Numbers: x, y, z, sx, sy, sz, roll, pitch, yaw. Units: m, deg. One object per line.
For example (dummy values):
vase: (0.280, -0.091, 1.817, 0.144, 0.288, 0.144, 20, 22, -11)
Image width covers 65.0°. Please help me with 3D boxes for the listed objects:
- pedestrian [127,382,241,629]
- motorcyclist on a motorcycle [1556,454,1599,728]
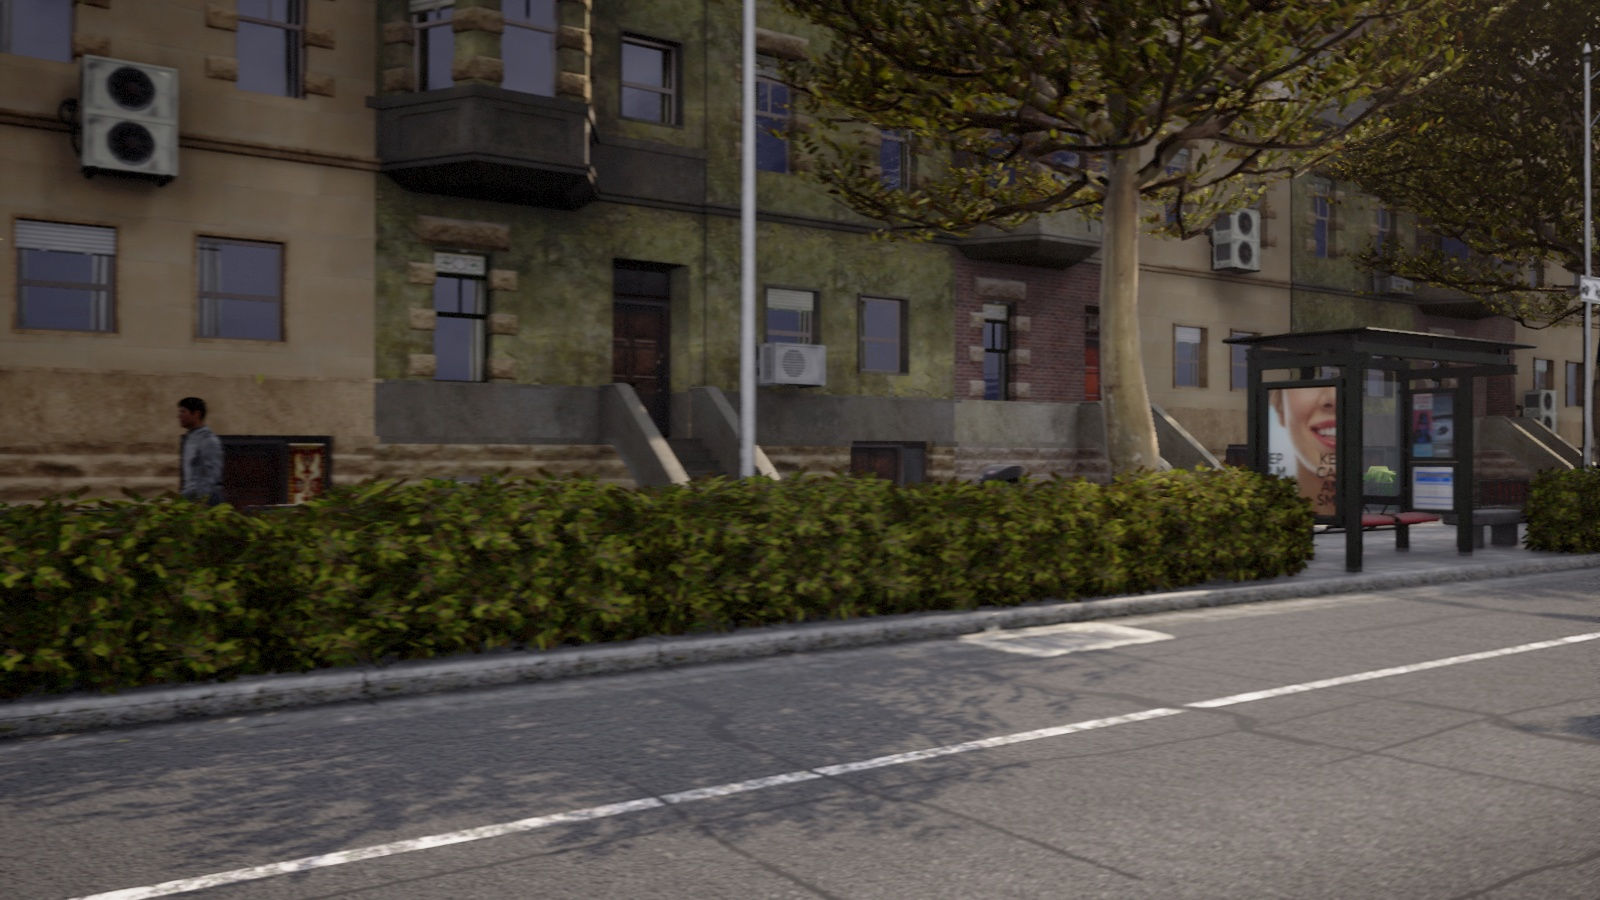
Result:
pedestrian: (-5.052, 0.437, 10.300, 0.788, 1.949, 0.423, 0, 0, -34)
motorcyclist on a motorcycle: (5.487, 0.787, 7.478, 2.191, 1.530, 0.866, 0, 0, -35)
